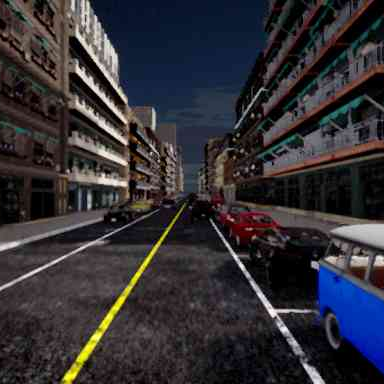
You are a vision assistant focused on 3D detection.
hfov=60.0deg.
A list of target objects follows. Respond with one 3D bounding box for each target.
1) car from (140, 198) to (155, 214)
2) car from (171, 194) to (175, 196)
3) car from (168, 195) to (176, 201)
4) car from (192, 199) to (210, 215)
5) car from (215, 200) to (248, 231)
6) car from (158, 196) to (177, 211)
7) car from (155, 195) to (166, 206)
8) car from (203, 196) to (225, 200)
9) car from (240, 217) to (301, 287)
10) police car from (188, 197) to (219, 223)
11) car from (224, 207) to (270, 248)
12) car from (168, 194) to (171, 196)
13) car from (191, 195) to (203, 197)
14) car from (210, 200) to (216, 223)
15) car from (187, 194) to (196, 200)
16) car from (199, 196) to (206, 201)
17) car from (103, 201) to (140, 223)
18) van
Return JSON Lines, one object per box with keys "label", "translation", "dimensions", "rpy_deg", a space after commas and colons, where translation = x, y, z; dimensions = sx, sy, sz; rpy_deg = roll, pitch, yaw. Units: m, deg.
{"label": "car", "translation": [-5.614, 1.619, 37.226], "dimensions": [1.752, 1.417, 4.829], "rpy_deg": [0, 0, 0]}
{"label": "car", "translation": [-5.511, 1.518, 88.125], "dimensions": [2.192, 1.841, 5.009], "rpy_deg": [0, 0, 0]}
{"label": "car", "translation": [-5.501, 1.655, 93.760], "dimensions": [1.967, 1.590, 4.097], "rpy_deg": [0, 0, 0]}
{"label": "car", "translation": [0.895, 1.603, 36.608], "dimensions": [1.837, 1.490, 4.892], "rpy_deg": [0, 0, 0]}
{"label": "car", "translation": [2.733, 1.493, 20.468], "dimensions": [1.967, 1.590, 4.097], "rpy_deg": [0, 0, 0]}
{"label": "car", "translation": [-3.002, 1.633, 43.379], "dimensions": [1.812, 1.442, 4.674], "rpy_deg": [0, 0, 0]}
{"label": "car", "translation": [-5.580, 1.572, 54.307], "dimensions": [1.967, 1.590, 4.097], "rpy_deg": [0, 0, 0]}
{"label": "car", "translation": [2.768, 1.409, 37.377], "dimensions": [2.192, 1.841, 5.009], "rpy_deg": [0, 0, 0]}
{"label": "car", "translation": [2.710, 1.591, 9.195], "dimensions": [1.947, 1.339, 4.313], "rpy_deg": [0, 0, 0]}
{"label": "police car", "translation": [0.809, 1.494, 26.711], "dimensions": [1.930, 1.638, 5.238], "rpy_deg": [0, 0, 0]}
{"label": "car", "translation": [2.722, 1.584, 14.831], "dimensions": [1.887, 1.381, 4.507], "rpy_deg": [0, 0, 0]}
{"label": "car", "translation": [-5.568, 1.459, 59.944], "dimensions": [2.192, 1.841, 5.009], "rpy_deg": [0, 0, 0]}
{"label": "car", "translation": [0.986, 1.561, 42.795], "dimensions": [1.801, 1.575, 5.366], "rpy_deg": [0, 0, 0]}
{"label": "car", "translation": [2.745, 1.618, 26.103], "dimensions": [2.008, 1.369, 4.403], "rpy_deg": [0, 0, 0]}
{"label": "car", "translation": [0.125, 1.653, 62.154], "dimensions": [1.837, 1.490, 4.892], "rpy_deg": [0, 0, 0]}
{"label": "car", "translation": [2.869, 1.728, 88.274], "dimensions": [1.752, 1.417, 4.829], "rpy_deg": [0, 0, 0]}
{"label": "car", "translation": [-5.636, 1.634, 26.123], "dimensions": [1.947, 1.339, 4.313], "rpy_deg": [0, 0, 0]}
{"label": "van", "translation": [2.700, 1.351, 3.559], "dimensions": [1.690, 1.788, 3.998], "rpy_deg": [0, 0, 0]}
